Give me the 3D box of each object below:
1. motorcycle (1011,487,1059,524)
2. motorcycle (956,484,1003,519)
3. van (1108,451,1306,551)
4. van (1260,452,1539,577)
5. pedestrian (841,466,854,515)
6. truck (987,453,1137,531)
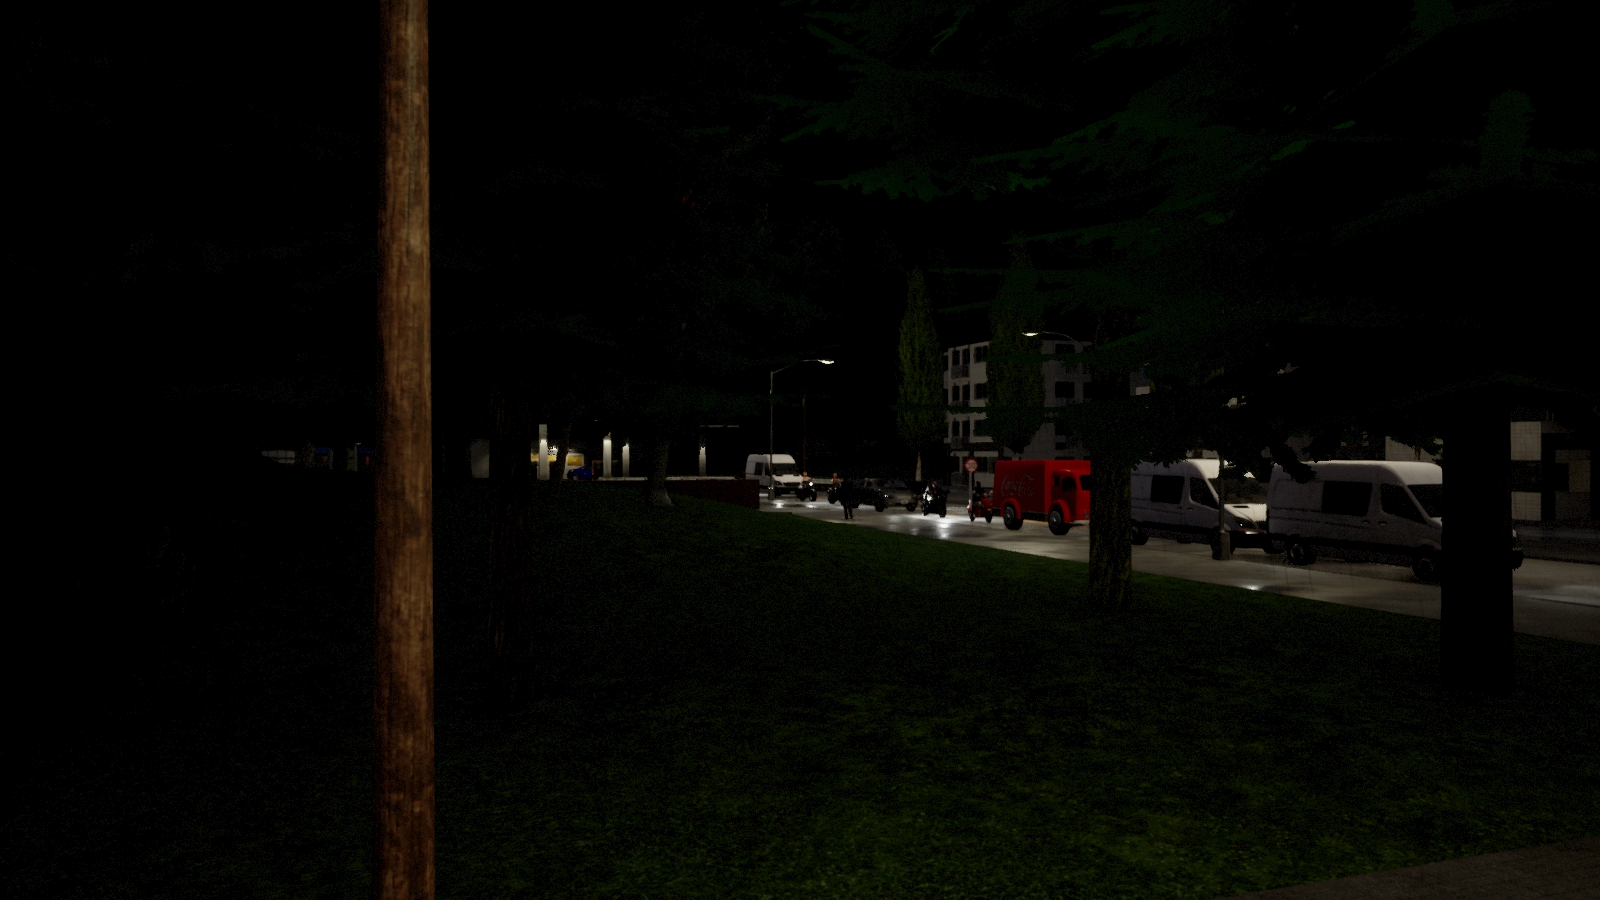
[{"bbox_3d":[8.397,1.970,40.853,0.856,1.236,1.805,0,0,-20],"label":"motorcycle"},{"bbox_3d":[6.991,1.993,44.695,0.867,1.251,2.209,0,0,-20],"label":"motorcycle"},{"bbox_3d":[11.382,1.323,32.522,1.988,2.561,5.915,0,0,-20],"label":"van"},{"bbox_3d":[13.576,1.324,26.450,1.988,2.561,5.915,0,0,-20],"label":"van"},{"bbox_3d":[1.818,1.532,43.414,0.375,1.860,0.375,0,0,-21],"label":"pedestrian"},{"bbox_3d":[8.905,1.356,39.393,2.627,2.467,5.204,0,0,-20],"label":"truck"}]
